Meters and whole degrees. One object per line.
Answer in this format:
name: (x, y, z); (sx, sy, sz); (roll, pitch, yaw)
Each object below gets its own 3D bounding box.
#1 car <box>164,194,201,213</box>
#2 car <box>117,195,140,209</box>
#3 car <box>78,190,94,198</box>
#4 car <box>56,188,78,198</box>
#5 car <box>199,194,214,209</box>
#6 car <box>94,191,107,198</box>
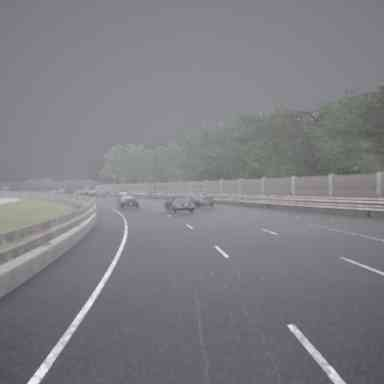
car: (-1.199, 1.091, 29.973); (2.033, 1.411, 5.357); (-1, 1, -17)
car: (-7.032, 1.011, 36.199); (1.812, 1.442, 4.674); (-1, 1, -20)
car: (-22.913, 0.442, 69.019); (1.837, 1.490, 4.892); (-1, 1, -42)
car: (-25.573, 0.221, 66.737); (2.150, 2.045, 5.566); (-1, 1, -42)
car: (0.775, 0.943, 35.158); (2.128, 1.511, 4.902); (-1, 1, -19)
car: (-20.050, 0.433, 71.098); (2.033, 1.411, 5.357); (-1, 1, -39)
